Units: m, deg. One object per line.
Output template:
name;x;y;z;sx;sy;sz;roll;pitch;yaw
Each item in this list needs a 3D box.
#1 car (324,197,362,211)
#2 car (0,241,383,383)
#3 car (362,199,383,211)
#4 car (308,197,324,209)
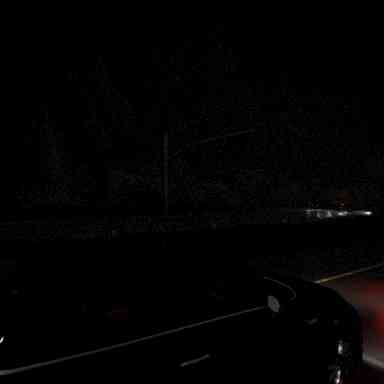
car;17.979;1.338;38.692;5.008;1.535;1.882;0;0;-36
car;-0.107;1.351;3.668;4.553;1.767;2.097;0;0;-36
car;21.086;1.417;36.625;4.181;1.385;1.994;0;0;-36
car;16.699;1.360;42.090;4.892;1.490;1.837;0;0;-36
